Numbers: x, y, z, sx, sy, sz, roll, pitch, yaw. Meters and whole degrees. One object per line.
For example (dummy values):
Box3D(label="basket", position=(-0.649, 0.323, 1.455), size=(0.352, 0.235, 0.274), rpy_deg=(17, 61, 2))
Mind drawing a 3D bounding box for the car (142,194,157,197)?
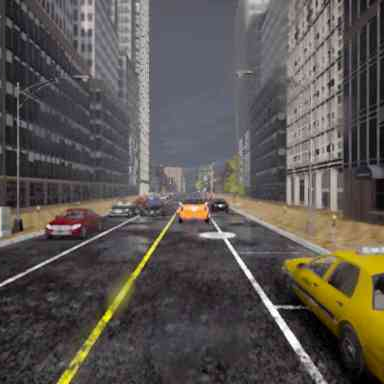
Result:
Box3D(label="car", position=(-5.676, 1.240, 39.206), size=(1.887, 1.381, 4.507), rpy_deg=(0, 0, 0))

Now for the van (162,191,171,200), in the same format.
Box3D(label="van", position=(-5.665, 0.757, 73.356), size=(1.690, 1.788, 3.998), rpy_deg=(0, 0, 0))

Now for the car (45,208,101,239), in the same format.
Box3D(label="car", position=(-5.682, 1.456, 16.436), size=(1.802, 1.307, 4.206), rpy_deg=(0, 0, 0))

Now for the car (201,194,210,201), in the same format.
Box3D(label="car", position=(2.712, 1.046, 67.649), size=(1.802, 1.307, 4.206), rpy_deg=(0, 0, 0))

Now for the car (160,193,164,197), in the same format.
Box3D(label="car", position=(-5.673, 1.186, 50.590), size=(1.802, 1.307, 4.206), rpy_deg=(0, 0, 0))

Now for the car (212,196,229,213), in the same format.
Box3D(label="car", position=(2.703, 1.307, 33.499), size=(1.947, 1.339, 4.313), rpy_deg=(0, 0, 0))

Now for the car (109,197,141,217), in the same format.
Box3D(label="car", position=(-5.679, 1.336, 27.822), size=(2.008, 1.369, 4.403), rpy_deg=(0, 0, 0))

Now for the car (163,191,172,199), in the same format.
Box3D(label="car", position=(-5.667, 0.904, 67.664), size=(1.967, 1.590, 4.097), rpy_deg=(0, 0, 0))

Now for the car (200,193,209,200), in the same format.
Box3D(label="car", position=(2.714, 0.940, 73.511), size=(1.752, 1.417, 4.829), rpy_deg=(0, 0, 0))

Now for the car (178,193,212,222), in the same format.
Box3D(label="car", position=(0.109, 1.166, 24.262), size=(2.097, 1.767, 4.553), rpy_deg=(0, 0, -1))

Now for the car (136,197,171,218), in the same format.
Box3D(label="car", position=(-3.072, 1.352, 27.495), size=(1.994, 1.385, 4.181), rpy_deg=(0, 0, 0))

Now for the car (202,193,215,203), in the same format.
Box3D(label="car", position=(2.710, 0.998, 56.264), size=(1.967, 1.590, 4.097), rpy_deg=(0, 0, 0))

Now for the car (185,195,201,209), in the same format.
Box3D(label="car", position=(0.118, 1.204, 41.398), size=(1.812, 1.442, 4.674), rpy_deg=(0, 1, 0))

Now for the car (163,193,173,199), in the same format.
Box3D(label="car", position=(-5.665, 0.934, 79.050), size=(1.947, 1.339, 4.313), rpy_deg=(0, 0, 0))

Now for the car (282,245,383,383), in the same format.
Box3D(label="car", position=(2.695, 1.486, 5.208), size=(1.752, 1.417, 4.829), rpy_deg=(0, 0, 0))

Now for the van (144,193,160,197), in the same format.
Box3D(label="van", position=(-5.673, 0.991, 44.896), size=(1.690, 1.788, 3.998), rpy_deg=(0, 0, 0))
